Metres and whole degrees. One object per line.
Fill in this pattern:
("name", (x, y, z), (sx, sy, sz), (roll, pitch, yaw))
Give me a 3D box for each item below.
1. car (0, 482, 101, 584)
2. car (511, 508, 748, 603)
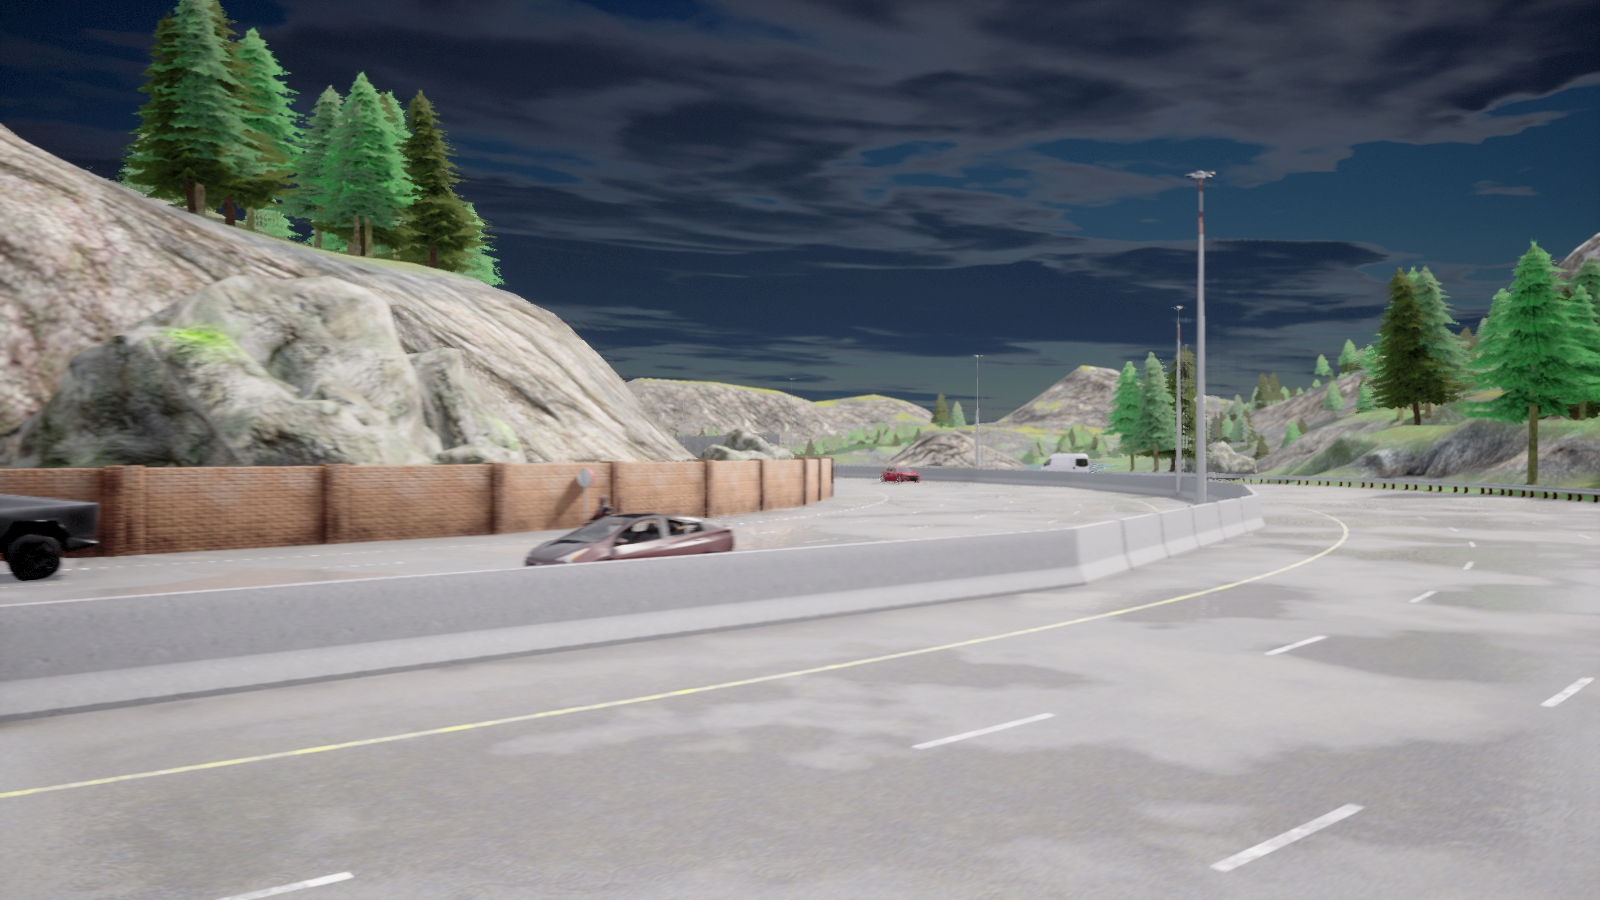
("car", (-18.749, 1.809, 24.479), (6.274, 2.098, 2.390), (0, 0, -36))
("car", (-3.416, 2.074, 23.515), (4.514, 1.525, 2.007), (0, 0, -45))
